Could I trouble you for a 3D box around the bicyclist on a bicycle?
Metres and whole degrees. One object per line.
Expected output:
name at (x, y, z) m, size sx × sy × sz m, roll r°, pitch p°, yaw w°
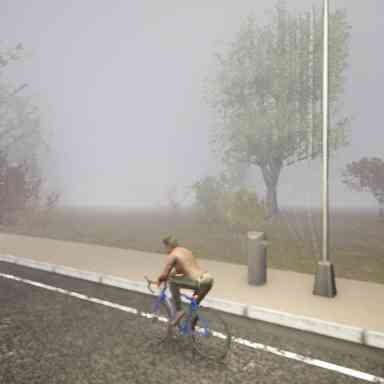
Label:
bicyclist on a bicycle at (-0.179, 1.462, 4.754) m, size 1.656 × 1.620 × 0.582 m, roll -1°, pitch 0°, yaw 35°
